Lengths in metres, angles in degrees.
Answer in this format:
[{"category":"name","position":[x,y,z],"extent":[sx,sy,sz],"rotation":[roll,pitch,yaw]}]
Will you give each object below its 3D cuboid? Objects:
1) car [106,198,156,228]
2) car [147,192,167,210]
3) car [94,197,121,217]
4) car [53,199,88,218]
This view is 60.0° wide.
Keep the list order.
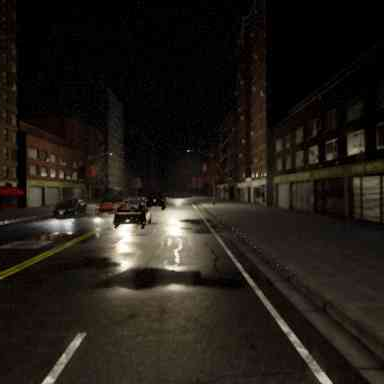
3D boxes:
[{"category":"car","position":[-3.701,1.410,21.160],"extent":[2.128,1.511,4.902],"rotation":[0,0,-2]},{"category":"car","position":[-4.227,1.061,39.734],"extent":[2.150,2.045,5.566],"rotation":[0,0,-2]},{"category":"car","position":[-7.409,1.247,30.487],"extent":[2.097,1.767,4.553],"rotation":[0,0,-1]},{"category":"car","position":[-10.630,1.408,29.354],"extent":[2.128,1.511,4.902],"rotation":[0,0,-2]}]
